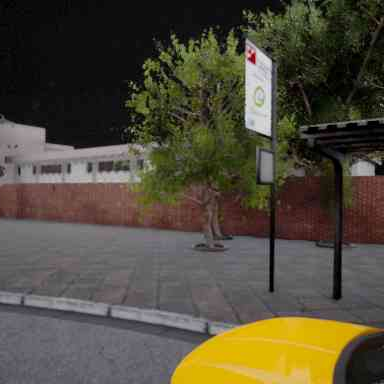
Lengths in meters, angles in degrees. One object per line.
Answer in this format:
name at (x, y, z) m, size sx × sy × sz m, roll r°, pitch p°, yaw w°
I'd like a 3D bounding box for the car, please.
car at (2.111, 1.479, 1.723) m, size 5.008 × 1.535 × 1.882 m, roll 0°, pitch 0°, yaw 34°
